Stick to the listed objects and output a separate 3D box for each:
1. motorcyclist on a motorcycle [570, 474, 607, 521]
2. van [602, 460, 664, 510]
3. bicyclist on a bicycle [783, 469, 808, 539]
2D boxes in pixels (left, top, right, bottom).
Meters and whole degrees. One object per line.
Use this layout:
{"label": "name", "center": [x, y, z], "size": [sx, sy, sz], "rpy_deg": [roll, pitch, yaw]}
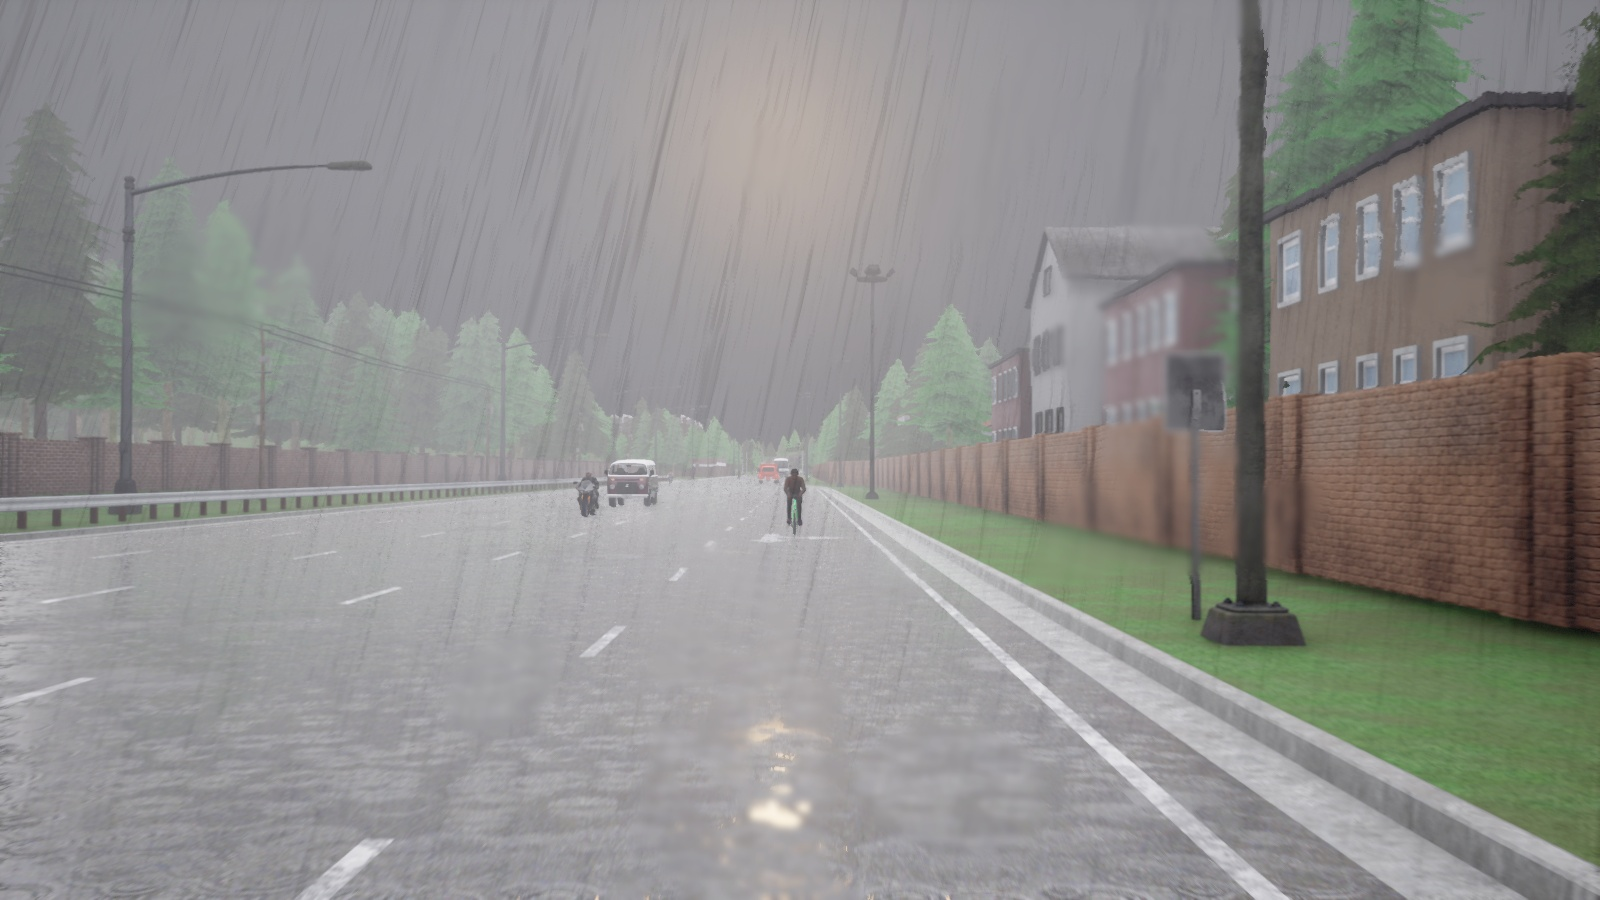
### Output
{"label": "motorcyclist on a motorcycle", "center": [-7.104, 1.587, 42.321], "size": [0.866, 1.530, 2.191], "rpy_deg": [0, -1, 0]}
{"label": "van", "center": [-7.133, 1.471, 54.000], "size": [2.069, 2.038, 4.480], "rpy_deg": [0, -1, 0]}
{"label": "bicyclist on a bicycle", "center": [-0.118, 1.275, 30.277], "size": [0.582, 1.620, 1.656], "rpy_deg": [0, -1, -1]}
